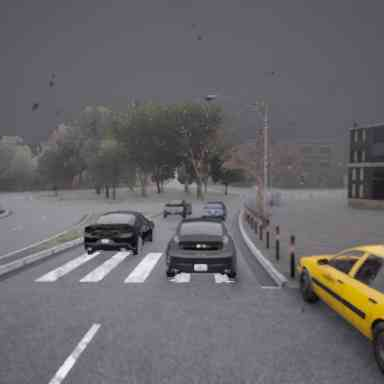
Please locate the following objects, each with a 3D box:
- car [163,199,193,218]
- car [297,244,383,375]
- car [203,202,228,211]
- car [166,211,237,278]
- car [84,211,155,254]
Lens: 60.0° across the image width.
[{"bbox_3d":[-1.124,1.361,28.527,2.128,1.511,4.902,0,2,9],"label":"car"},{"bbox_3d":[3.228,1.495,5.343,1.946,1.575,5.366,0,0,0],"label":"car"},{"bbox_3d":[1.880,1.474,26.870,2.033,1.411,5.357,0,1,8],"label":"car"},{"bbox_3d":[0.306,1.538,10.238,1.837,1.490,4.892,0,0,2],"label":"car"},{"bbox_3d":[-2.777,1.512,13.666,1.882,1.535,5.008,0,0,3],"label":"car"}]
